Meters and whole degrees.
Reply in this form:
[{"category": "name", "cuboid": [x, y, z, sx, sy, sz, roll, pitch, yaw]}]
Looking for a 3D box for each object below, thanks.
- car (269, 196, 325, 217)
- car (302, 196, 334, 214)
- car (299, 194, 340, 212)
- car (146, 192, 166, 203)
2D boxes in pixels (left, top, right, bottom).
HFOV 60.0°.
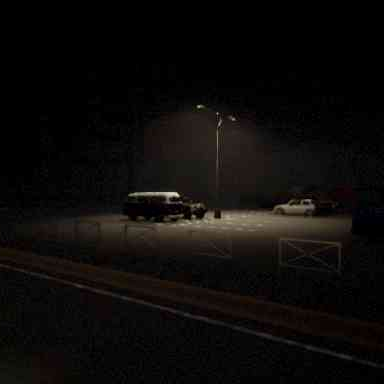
[{"category": "car", "cuboid": [9.054, 1.385, 28.771, 3.806, 1.475, 1.970, 0, 0, 36]}, {"category": "car", "cuboid": [10.744, 1.354, 31.122, 3.905, 1.438, 1.784, 0, 0, 36]}, {"category": "car", "cuboid": [12.269, 1.143, 33.330, 4.605, 1.855, 1.932, 0, 0, 36]}, {"category": "car", "cuboid": [-9.198, 1.218, 85.151, 1.851, 1.617, 3.988, 0, 0, 36]}]
